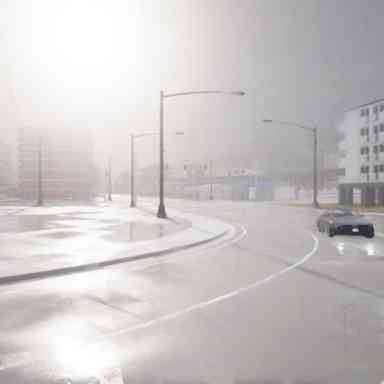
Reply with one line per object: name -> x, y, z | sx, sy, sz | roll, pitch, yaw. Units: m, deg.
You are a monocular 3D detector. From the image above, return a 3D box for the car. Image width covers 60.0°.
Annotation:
car -> 7.844, 1.561, 17.276 | 1.994, 1.385, 4.181 | 0, 0, 10
